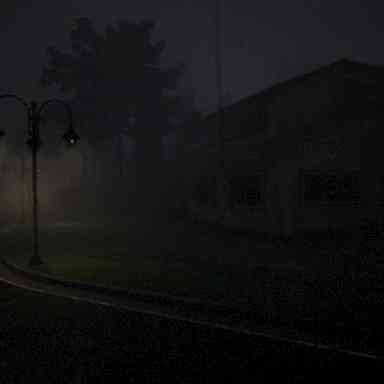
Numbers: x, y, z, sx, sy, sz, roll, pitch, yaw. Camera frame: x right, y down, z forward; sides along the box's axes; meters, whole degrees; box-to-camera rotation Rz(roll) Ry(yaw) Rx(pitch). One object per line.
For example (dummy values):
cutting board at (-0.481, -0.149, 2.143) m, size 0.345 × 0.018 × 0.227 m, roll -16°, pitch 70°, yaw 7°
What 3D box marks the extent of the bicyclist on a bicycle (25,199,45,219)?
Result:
bicyclist on a bicycle at (-13.066, 1.386, 27.436) m, size 1.656 × 1.620 × 0.582 m, roll -1°, pitch 0°, yaw -25°
